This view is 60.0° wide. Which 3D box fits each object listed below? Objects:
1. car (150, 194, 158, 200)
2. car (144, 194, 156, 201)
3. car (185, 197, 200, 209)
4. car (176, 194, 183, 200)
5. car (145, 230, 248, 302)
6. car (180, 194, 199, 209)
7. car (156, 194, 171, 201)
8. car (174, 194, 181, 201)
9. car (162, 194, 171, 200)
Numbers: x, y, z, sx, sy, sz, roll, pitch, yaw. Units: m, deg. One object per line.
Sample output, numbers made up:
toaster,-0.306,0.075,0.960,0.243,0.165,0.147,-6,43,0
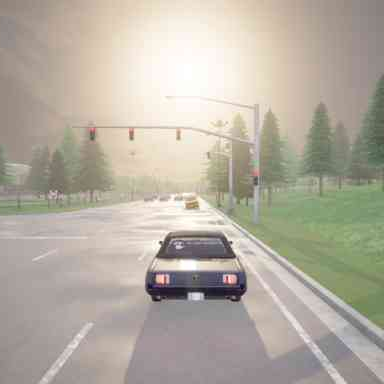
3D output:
car,-10.335,1.332,90.961,1.837,1.490,4.892,0,0,0
car,-10.354,1.531,80.541,2.033,1.411,5.357,0,0,0
car,0.082,1.589,49.899,2.033,1.411,5.357,0,2,0
car,-3.335,1.357,90.948,1.812,1.442,4.674,0,0,0
car,0.094,1.601,8.234,1.895,1.301,4.718,0,0,0
car,-0.165,1.065,46.487,1.882,1.535,5.008,-9,16,-3
car,-6.854,1.531,80.534,2.033,1.411,5.357,0,0,0
car,-3.353,1.545,80.945,1.994,1.385,4.181,0,0,0
car,-6.835,1.372,90.954,2.033,1.411,5.357,0,0,0
